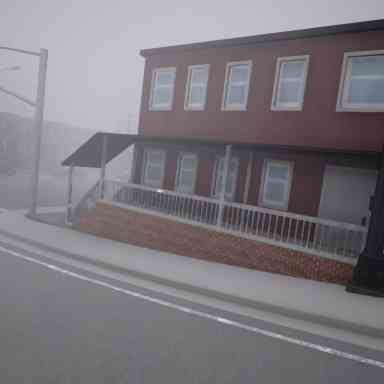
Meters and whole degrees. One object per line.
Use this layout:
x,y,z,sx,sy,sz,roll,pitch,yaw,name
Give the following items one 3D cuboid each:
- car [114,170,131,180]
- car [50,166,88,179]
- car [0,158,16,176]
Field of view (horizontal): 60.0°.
-9.183,-2.473,48.575,1.812,1.442,4.674,10,6,35,car
-14.953,-2.478,40.601,1.812,1.442,4.674,10,6,36,car
-20.252,-2.657,33.263,2.097,1.767,4.553,10,6,36,car
